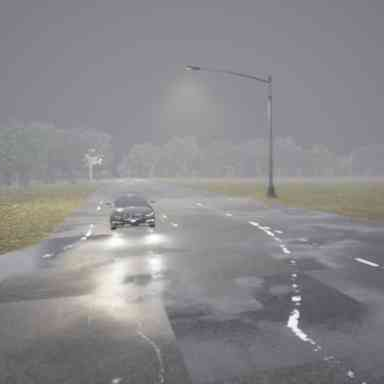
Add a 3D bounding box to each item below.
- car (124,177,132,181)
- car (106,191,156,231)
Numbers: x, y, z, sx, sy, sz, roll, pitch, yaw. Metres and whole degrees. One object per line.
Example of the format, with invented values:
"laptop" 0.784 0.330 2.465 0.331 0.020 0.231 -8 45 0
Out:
"car" -16.988 -3.297 88.437 1.812 1.442 4.674 -2 3 -11
"car" -2.863 0.760 15.356 1.837 1.490 4.892 -2 3 -13
